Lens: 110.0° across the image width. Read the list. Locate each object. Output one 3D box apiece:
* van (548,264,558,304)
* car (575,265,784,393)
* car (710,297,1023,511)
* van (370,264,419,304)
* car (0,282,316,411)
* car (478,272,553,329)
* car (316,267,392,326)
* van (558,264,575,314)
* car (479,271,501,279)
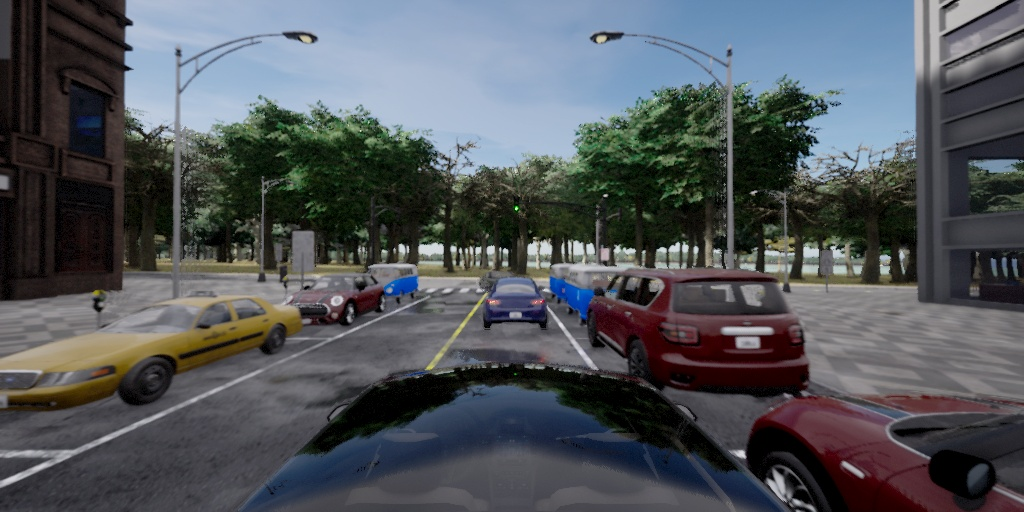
[{"bbox_3d":[2.757,1.285,17.444,1.690,1.789,3.998,0,0,0],"label":"van"},{"bbox_3d":[2.761,1.124,6.570,2.192,1.841,5.009,0,0,0],"label":"car"},{"bbox_3d":[2.763,1.183,1.133,1.967,1.591,4.097,0,0,0],"label":"car"},{"bbox_3d":[-5.768,1.285,17.442,1.690,1.789,3.998,0,0,0],"label":"van"},{"bbox_3d":[-5.764,1.335,6.397,1.751,1.417,4.829,0,0,0],"label":"car"},{"bbox_3d":[0.098,1.398,11.626,1.812,1.442,4.674,0,-1,0],"label":"car"},{"bbox_3d":[-5.766,1.316,12.004,1.967,1.591,4.097,0,0,0],"label":"car"},{"bbox_3d":[2.759,1.218,12.007,1.690,1.789,3.998,0,0,0],"label":"van"},{"bbox_3d":[-0.907,1.608,22.486,1.895,1.301,4.718,1,-1,-13],"label":"car"}]
